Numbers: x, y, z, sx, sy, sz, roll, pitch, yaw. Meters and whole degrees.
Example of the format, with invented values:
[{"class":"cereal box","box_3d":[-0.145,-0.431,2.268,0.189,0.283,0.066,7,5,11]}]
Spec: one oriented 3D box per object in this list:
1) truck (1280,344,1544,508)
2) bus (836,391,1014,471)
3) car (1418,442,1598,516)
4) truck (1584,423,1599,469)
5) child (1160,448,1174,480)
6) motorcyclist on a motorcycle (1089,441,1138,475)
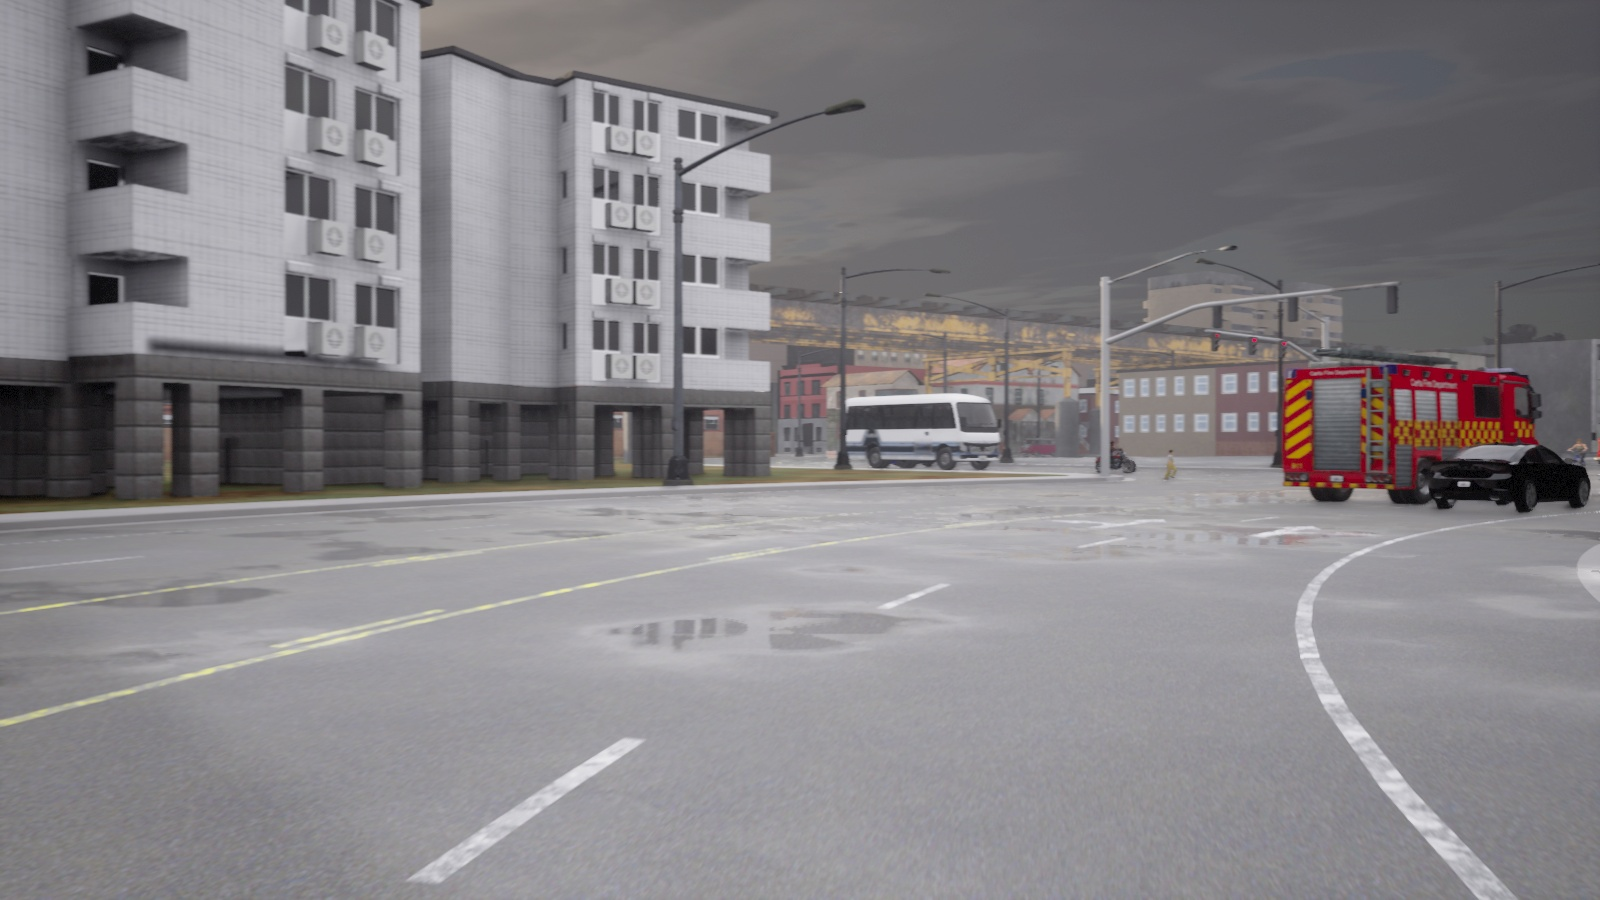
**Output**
[{"class":"truck","box_3d":[16.279,-0.572,33.094,8.468,3.827,2.891,0,0,-39]},{"class":"bus","box_3d":[6.930,-1.020,71.435,3.944,4.253,10.273,0,0,-39]},{"class":"car","box_3d":[16.131,0.597,28.505,5.008,1.535,1.882,0,0,-39]},{"class":"truck","box_3d":[44.969,-0.248,68.037,5.204,2.467,2.627,-1,1,-38]},{"class":"child","box_3d":[14.722,0.567,50.394,0.270,1.263,0.437,0,0,-41]},{"class":"motorcyclist on a motorcycle","box_3d":[15.279,0.382,61.266,0.766,1.649,2.350,0,1,-39]}]
